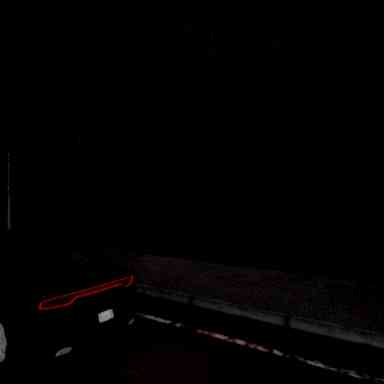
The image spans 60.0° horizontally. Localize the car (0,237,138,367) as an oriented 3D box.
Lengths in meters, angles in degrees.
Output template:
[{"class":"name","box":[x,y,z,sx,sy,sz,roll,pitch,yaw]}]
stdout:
[{"class":"car","box":[-3.200,1.555,5.963,5.008,1.535,1.882,-1,0,35]}]
